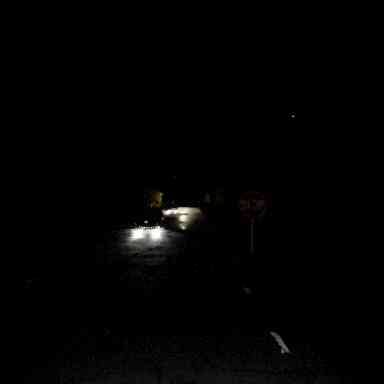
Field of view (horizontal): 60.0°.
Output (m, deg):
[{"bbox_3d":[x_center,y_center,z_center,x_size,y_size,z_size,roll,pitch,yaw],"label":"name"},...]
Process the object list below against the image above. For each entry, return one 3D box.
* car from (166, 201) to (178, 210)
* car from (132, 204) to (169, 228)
[{"bbox_3d":[-3.309,2.252,55.406,2.128,1.511,4.902,0,-1,-1],"label":"car"},{"bbox_3d":[-2.987,1.783,23.628,1.994,1.385,4.181,0,-1,-1],"label":"car"}]
